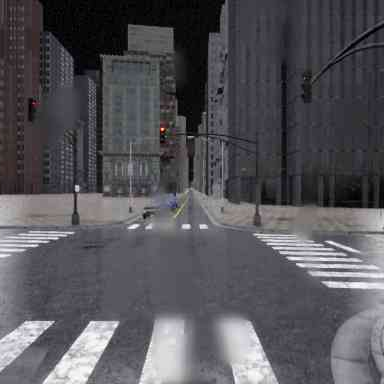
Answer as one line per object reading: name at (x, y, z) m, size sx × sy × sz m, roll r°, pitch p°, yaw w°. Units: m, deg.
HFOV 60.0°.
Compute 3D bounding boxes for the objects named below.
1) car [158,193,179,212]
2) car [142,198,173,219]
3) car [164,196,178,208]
car at (-3.121, 1.222, 40.047) m, size 2.150 × 2.045 × 5.566 m, roll 0°, pitch 0°, yaw 0°
car at (-3.123, 1.548, 29.134) m, size 2.033 × 1.411 × 5.357 m, roll 0°, pitch 0°, yaw 0°
car at (-3.117, 1.478, 50.493) m, size 1.882 × 1.535 × 5.008 m, roll 0°, pitch 0°, yaw 0°
